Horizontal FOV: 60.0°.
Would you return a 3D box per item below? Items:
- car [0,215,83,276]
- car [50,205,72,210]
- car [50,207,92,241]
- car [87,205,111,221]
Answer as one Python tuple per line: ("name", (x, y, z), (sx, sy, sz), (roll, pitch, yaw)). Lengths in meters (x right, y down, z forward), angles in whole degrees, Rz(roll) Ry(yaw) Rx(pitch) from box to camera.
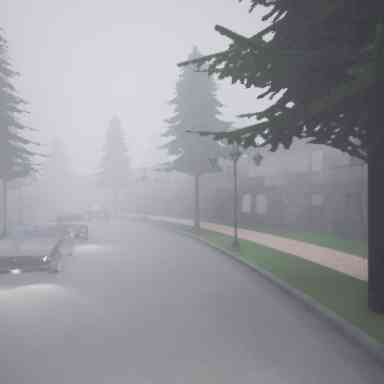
("car", (-5.167, 1.738, 11.297), (2.033, 1.411, 5.357), (0, -1, -12))
("car", (-15.695, 2.263, 40.625), (1.895, 1.301, 4.718), (0, -1, -41))
("car", (-6.655, 1.829, 18.217), (1.837, 1.490, 4.892), (0, -1, -19))
("car", (-9.226, 1.976, 31.582), (1.882, 1.535, 5.008), (0, -1, -31))
